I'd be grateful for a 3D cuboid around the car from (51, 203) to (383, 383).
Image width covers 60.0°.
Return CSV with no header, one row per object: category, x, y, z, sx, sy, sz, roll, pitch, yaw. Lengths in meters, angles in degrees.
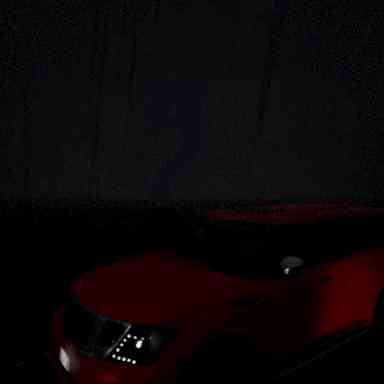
car,1.031,1.221,4.776,5.566,2.045,2.150,0,0,-36
